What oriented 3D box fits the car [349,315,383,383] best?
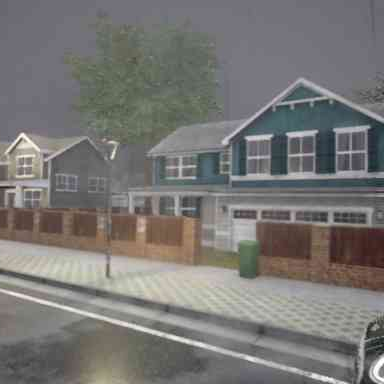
[{"bbox_3d":[3.746,1.536,2.577,4.553,1.767,2.097,0,-2,31],"label":"car"}]
